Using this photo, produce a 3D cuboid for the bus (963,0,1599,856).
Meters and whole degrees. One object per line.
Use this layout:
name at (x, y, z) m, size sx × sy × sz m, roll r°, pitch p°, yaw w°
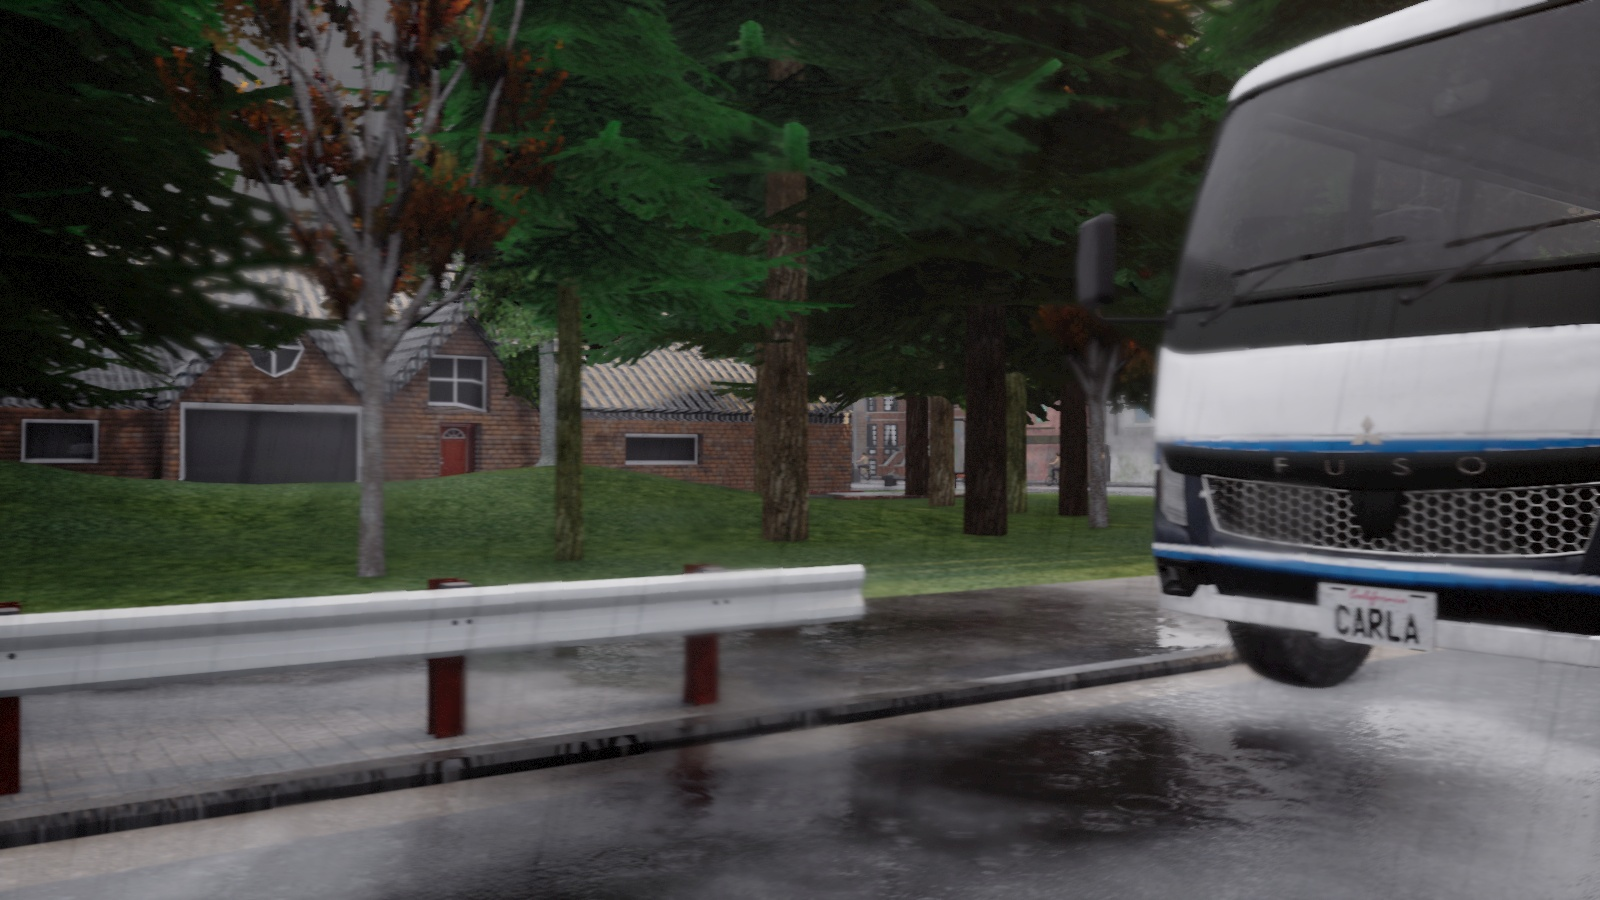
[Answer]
bus at (6.309, -0.607, 8.670) m, size 10.273 × 4.253 × 3.944 m, roll 1°, pitch -1°, yaw -35°
